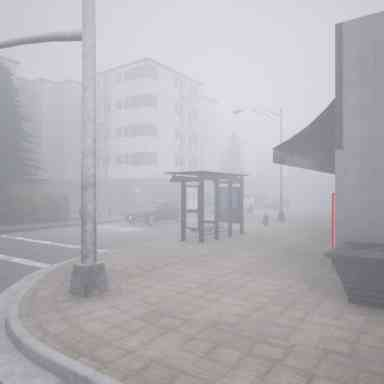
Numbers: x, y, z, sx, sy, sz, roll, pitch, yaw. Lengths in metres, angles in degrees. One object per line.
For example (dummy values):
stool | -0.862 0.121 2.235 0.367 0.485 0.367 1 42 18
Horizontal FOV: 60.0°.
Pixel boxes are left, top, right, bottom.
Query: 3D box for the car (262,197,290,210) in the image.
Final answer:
car | 10.014 1.301 39.371 1.882 1.535 5.008 0 0 36

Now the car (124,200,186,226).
car | -2.368 1.328 22.203 1.837 1.490 4.892 0 0 36

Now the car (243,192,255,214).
car | 3.849 1.045 30.853 2.150 2.045 5.566 0 0 36
